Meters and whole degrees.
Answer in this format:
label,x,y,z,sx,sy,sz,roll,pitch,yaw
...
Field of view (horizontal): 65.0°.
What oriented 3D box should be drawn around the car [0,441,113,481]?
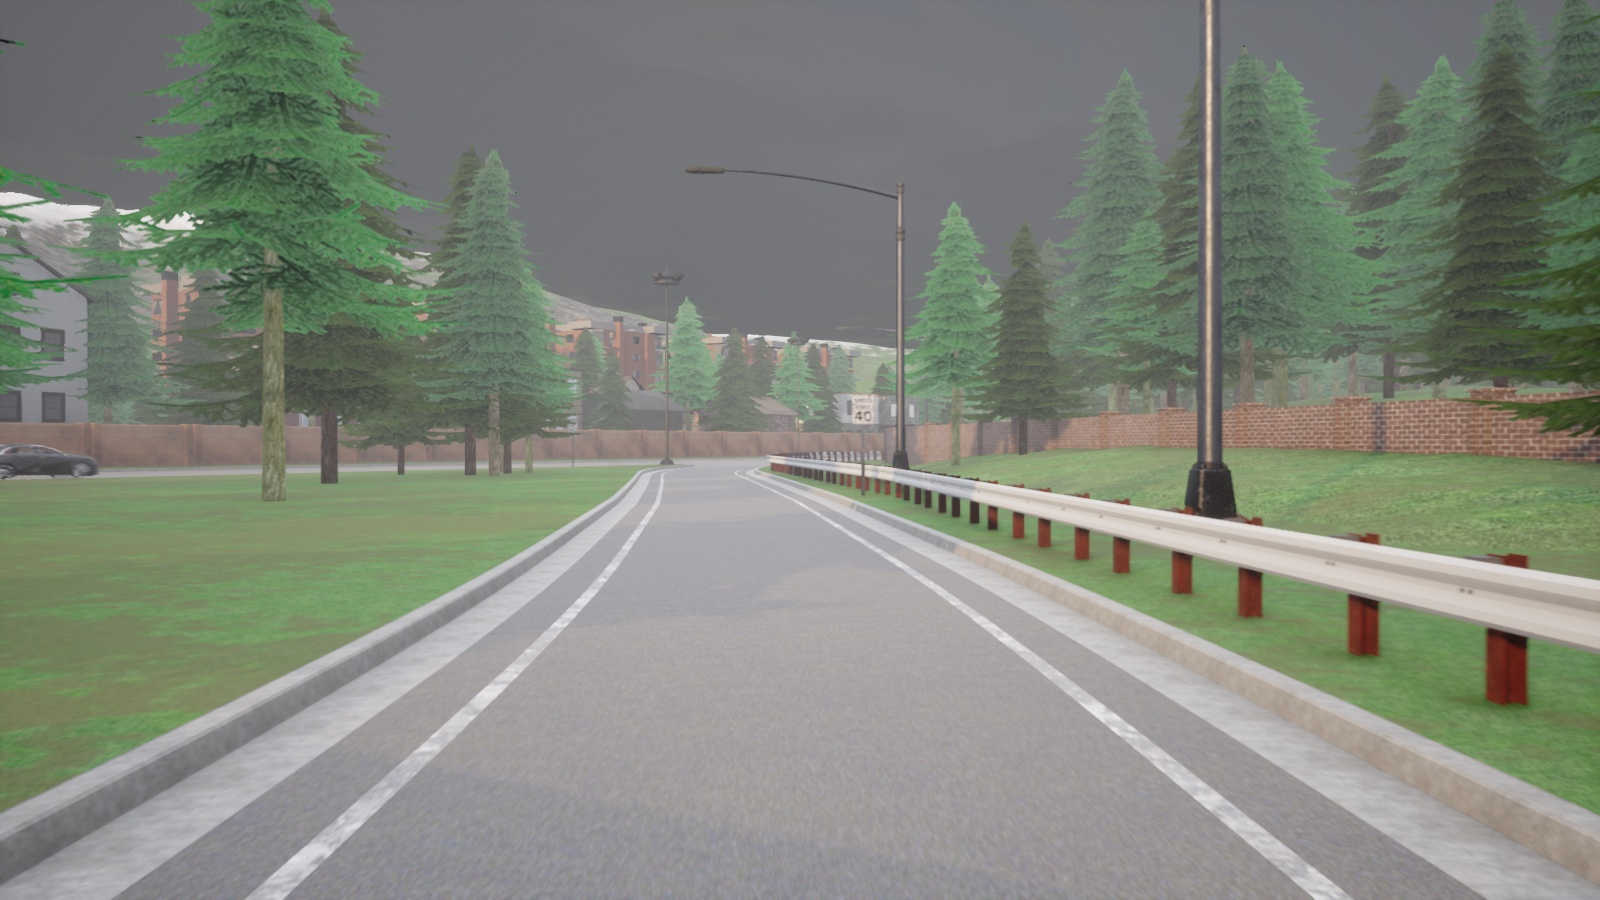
label,x,y,z,sx,sy,sz,roll,pitch,yaw
car,-30.237,0.400,49.740,2.128,1.511,4.902,0,0,32
